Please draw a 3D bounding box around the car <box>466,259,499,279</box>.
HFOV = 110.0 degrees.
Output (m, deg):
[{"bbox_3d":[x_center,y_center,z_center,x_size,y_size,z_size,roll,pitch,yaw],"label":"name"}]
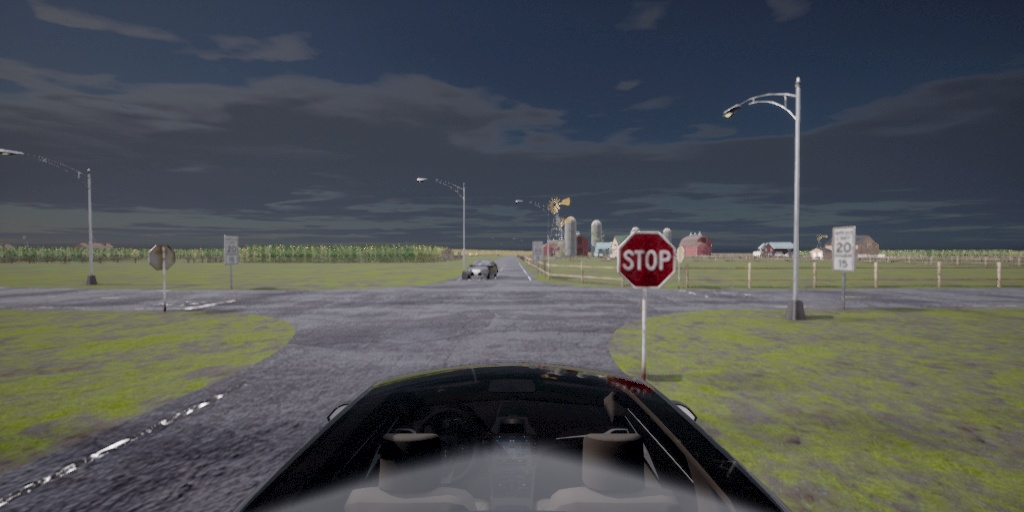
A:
[{"bbox_3d":[-2.359,1.034,29.621,2.128,1.511,4.902,0,1,9],"label":"car"}]
